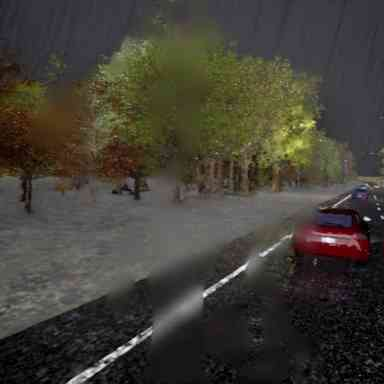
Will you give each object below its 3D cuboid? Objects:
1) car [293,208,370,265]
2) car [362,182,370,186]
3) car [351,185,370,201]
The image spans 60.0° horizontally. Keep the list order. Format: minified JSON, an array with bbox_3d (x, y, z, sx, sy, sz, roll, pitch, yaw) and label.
[{"bbox_3d":[4.580,1.205,10.624,1.994,1.385,4.181,4,3,28],"label":"car"},{"bbox_3d":[36.103,-0.701,69.728,2.097,1.767,4.553,4,3,28],"label":"car"},{"bbox_3d":[20.922,0.299,41.277,1.812,1.442,4.674,4,3,28],"label":"car"}]
